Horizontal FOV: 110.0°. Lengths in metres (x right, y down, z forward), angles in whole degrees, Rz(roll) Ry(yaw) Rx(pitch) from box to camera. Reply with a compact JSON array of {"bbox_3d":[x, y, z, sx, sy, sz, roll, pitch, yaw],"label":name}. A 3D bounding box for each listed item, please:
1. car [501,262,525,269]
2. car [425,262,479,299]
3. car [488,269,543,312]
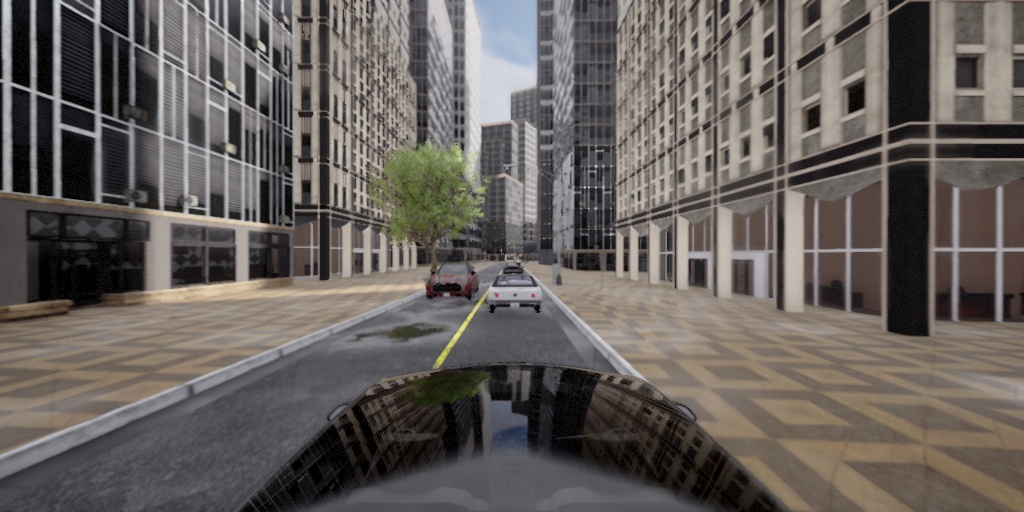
[{"bbox_3d":[0.113,1.267,32.062,1.837,1.490,4.892,0,0,0],"label":"car"},{"bbox_3d":[-2.843,1.106,17.881,2.097,1.767,4.553,0,0,0],"label":"car"},{"bbox_3d":[0.105,1.354,14.253,1.895,1.301,4.718,0,0,0],"label":"car"}]
